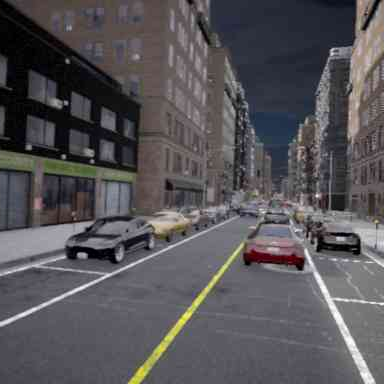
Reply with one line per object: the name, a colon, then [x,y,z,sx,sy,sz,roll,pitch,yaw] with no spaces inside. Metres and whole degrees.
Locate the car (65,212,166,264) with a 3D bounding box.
car: [-2.698,1.558,11.997,1.947,1.339,4.313,2,0,15]

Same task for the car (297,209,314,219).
car: [7.790,2.032,20.434,1.947,1.339,4.313,2,0,15]

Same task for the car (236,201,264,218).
car: [6.369,2.080,36.561,2.033,1.411,5.357,2,0,15]

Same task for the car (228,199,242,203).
car: [5.505,1.864,43.421,2.192,1.841,5.009,2,0,15]

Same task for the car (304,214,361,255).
car: [6.425,1.938,15.197,1.947,1.339,4.313,2,0,15]

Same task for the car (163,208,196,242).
car: [-1.374,1.609,17.070,1.752,1.417,4.829,2,0,15]

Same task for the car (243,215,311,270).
car: [3.014,1.779,12.177,1.994,1.385,4.181,2,-1,15]

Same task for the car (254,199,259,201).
car: [12.172,2.547,69.022,2.008,1.369,4.403,2,0,15]

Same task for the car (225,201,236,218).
car: [2.765,1.917,32.945,2.008,1.369,4.403,2,0,15]

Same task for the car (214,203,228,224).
car: [1.399,1.825,27.708,2.008,1.369,4.403,2,0,15]

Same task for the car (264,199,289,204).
car: [10.436,1.937,40.973,2.150,2.045,5.566,2,-1,15]

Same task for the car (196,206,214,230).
car: [0.032,1.763,22.471,1.802,1.307,4.206,2,0,15]

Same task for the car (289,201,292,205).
car: [24.061,2.994,82.819,1.967,1.590,4.097,2,0,15]

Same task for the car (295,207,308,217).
car: [10.566,2.179,31.073,1.752,1.417,4.829,2,0,15]

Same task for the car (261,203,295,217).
car: [6.748,1.964,26.482,2.128,1.511,4.902,2,0,15]
